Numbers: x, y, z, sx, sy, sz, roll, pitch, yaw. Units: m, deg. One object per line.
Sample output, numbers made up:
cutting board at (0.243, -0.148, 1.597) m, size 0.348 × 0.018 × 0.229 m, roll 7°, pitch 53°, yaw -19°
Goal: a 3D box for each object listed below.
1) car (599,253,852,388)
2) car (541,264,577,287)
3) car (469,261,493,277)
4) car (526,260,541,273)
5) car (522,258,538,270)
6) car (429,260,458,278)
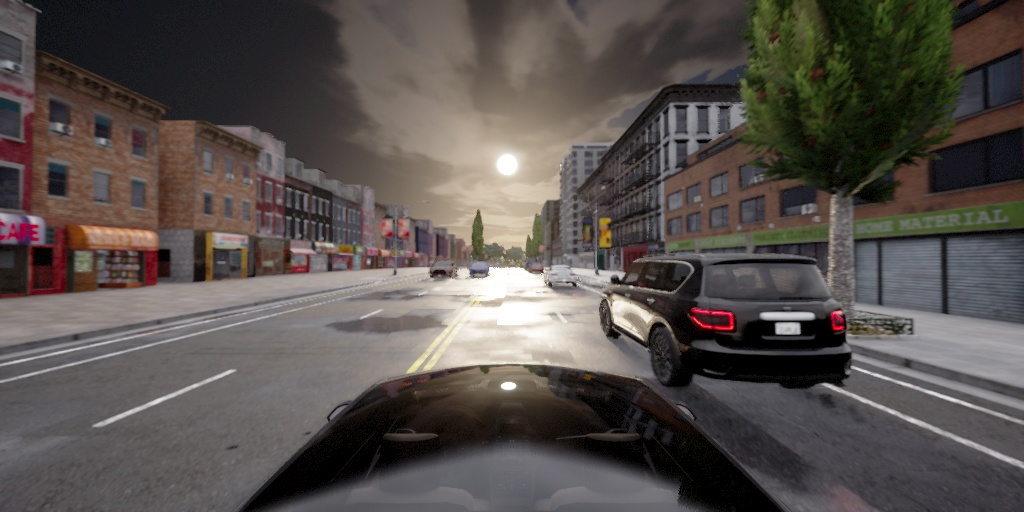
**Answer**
car at (3.348, 0.977, 7.032) m, size 2.150 × 2.045 × 5.566 m, roll 0°, pitch 0°, yaw 0°
car at (3.341, 1.340, 25.156) m, size 1.812 × 1.442 × 4.674 m, roll 0°, pitch 0°, yaw 0°
car at (-3.347, 1.346, 37.514) m, size 1.882 × 1.535 × 5.008 m, roll 0°, pitch 0°, yaw 0°
car at (3.239, 1.538, 47.832) m, size 1.994 × 1.385 × 4.181 m, roll 0°, pitch -1°, yaw 0°
car at (3.236, 1.363, 58.867) m, size 2.150 × 2.045 × 5.566 m, roll 0°, pitch -1°, yaw 0°
car at (-6.599, 1.205, 34.878) m, size 2.097 × 1.767 × 4.553 m, roll 0°, pitch 0°, yaw 0°
